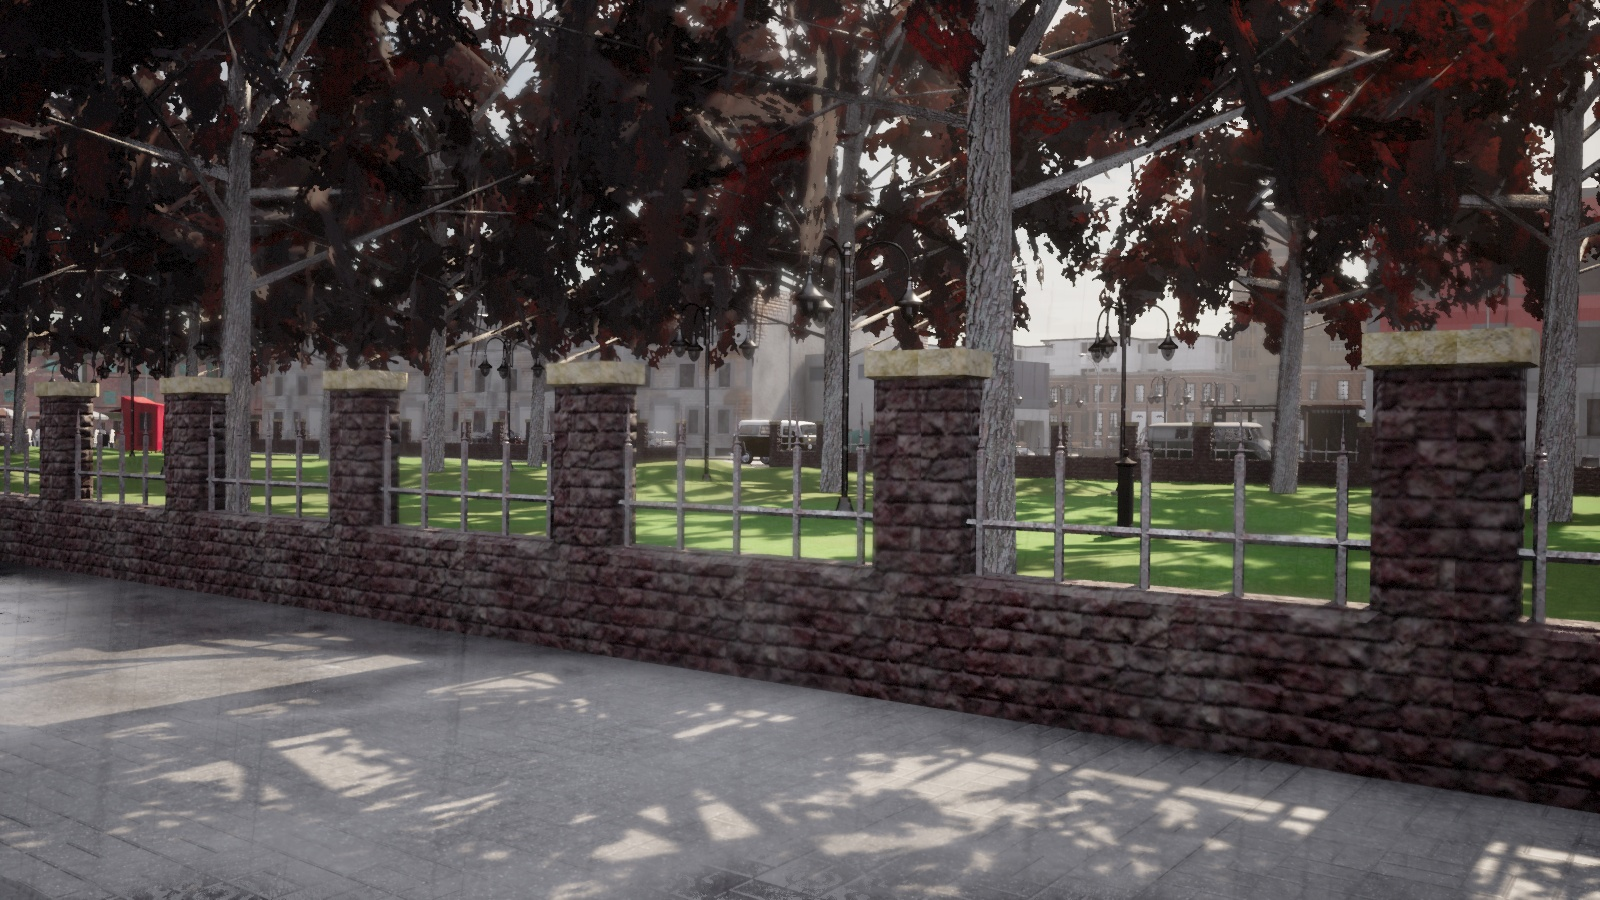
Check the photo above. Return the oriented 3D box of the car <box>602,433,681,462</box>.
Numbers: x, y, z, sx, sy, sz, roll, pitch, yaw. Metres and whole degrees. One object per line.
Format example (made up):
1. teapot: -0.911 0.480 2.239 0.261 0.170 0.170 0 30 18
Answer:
1. car: -8.433 -0.138 66.760 3.806 1.475 1.970 0 1 36

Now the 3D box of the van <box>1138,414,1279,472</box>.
1. van: 14.553 -0.260 44.835 4.442 1.987 1.775 0 1 36

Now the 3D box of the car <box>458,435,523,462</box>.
1. car: -18.244 -0.099 73.979 3.633 1.501 1.845 0 1 36

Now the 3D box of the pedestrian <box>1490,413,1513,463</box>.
1. pedestrian: 26.389 -0.443 47.239 0.720 1.854 0.376 0 1 40

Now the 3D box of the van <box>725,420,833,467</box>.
1. van: -0.945 -0.305 56.269 4.480 2.038 2.069 0 1 36
